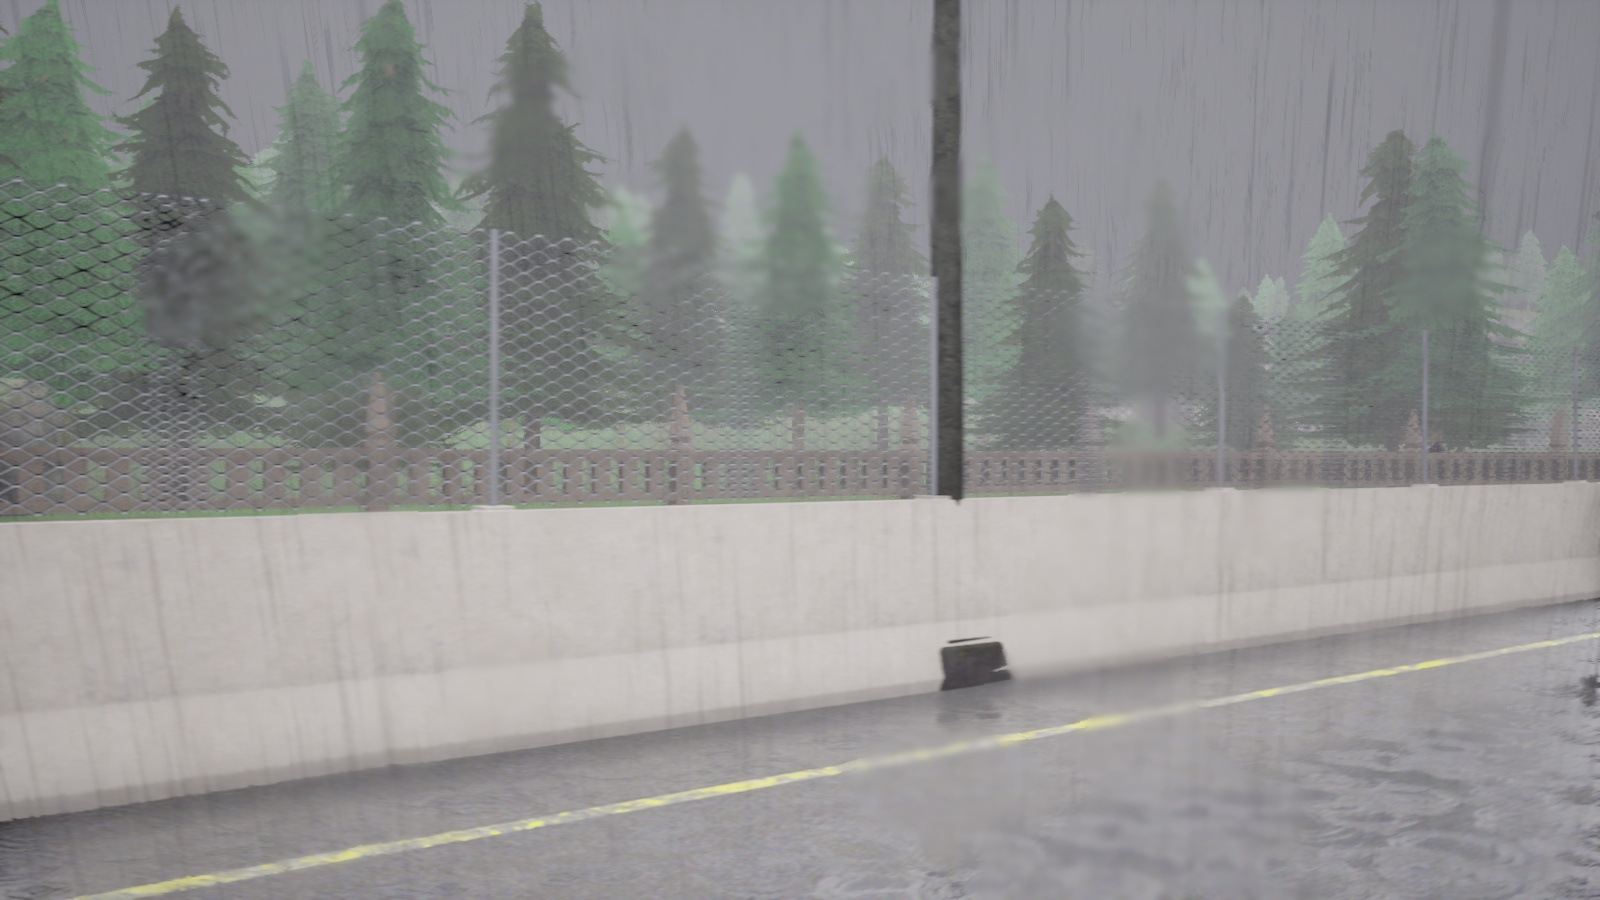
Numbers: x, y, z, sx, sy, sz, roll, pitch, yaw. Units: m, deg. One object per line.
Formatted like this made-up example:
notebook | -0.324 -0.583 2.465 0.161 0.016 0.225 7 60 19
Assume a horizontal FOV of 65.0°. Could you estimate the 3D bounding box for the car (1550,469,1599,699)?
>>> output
car | 6.003 0.806 7.837 2.207 1.376 1.481 0 0 -35
